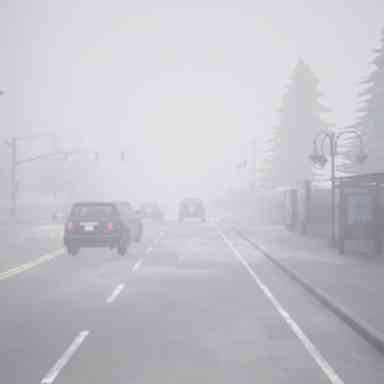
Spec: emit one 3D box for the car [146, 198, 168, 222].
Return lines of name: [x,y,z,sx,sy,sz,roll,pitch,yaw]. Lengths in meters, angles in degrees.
car: [-3.506,1.626,29.090,2.097,1.767,4.553,0,-1,0]

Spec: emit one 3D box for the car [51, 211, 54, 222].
car: [-10.513,1.768,28.919,2.128,1.511,4.902,0,-1,0]

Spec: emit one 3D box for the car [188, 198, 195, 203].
car: [-0.030,2.291,90.788,1.837,1.490,4.892,0,-1,0]

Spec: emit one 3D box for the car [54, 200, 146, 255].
car: [-3.504,1.350,14.021,2.150,2.045,5.566,0,0,0]

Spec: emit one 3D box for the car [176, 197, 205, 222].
car: [-0.008,1.492,29.017,2.150,2.045,5.566,0,0,0]

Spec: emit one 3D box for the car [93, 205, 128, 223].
car: [-7.013,1.840,28.921,1.994,1.385,4.181,0,-1,0]
